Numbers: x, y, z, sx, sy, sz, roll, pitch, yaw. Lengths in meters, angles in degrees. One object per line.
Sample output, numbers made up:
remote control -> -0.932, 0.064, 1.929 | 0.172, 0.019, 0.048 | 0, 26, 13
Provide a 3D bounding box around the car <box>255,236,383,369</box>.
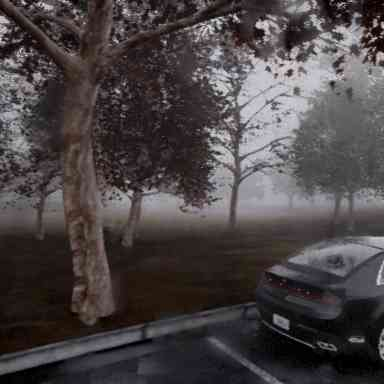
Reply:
car -> 3.360, 1.524, 5.732 | 4.892, 1.521, 2.231 | 0, 0, -28
